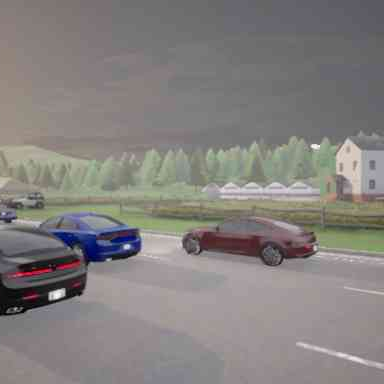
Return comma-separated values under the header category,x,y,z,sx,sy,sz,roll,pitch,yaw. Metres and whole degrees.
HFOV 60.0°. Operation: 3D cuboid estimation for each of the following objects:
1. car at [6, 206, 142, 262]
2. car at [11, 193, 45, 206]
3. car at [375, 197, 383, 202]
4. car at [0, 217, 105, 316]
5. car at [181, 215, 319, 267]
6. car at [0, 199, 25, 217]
category,x,y,z,sx,sy,sz,roll,pitch,yaw
car,-3.896,1.422,11.055,5.008,1.535,1.882,0,0,35
car,-18.014,1.006,36.214,1.905,1.878,3.866,0,0,35
car,33.078,1.160,55.358,4.605,1.855,1.932,0,0,35
car,-4.244,1.462,7.008,4.892,1.490,1.837,0,0,35
car,1.810,1.494,11.293,4.674,1.442,1.812,0,0,35
car,-13.851,1.407,22.429,5.357,1.411,2.033,0,0,35
